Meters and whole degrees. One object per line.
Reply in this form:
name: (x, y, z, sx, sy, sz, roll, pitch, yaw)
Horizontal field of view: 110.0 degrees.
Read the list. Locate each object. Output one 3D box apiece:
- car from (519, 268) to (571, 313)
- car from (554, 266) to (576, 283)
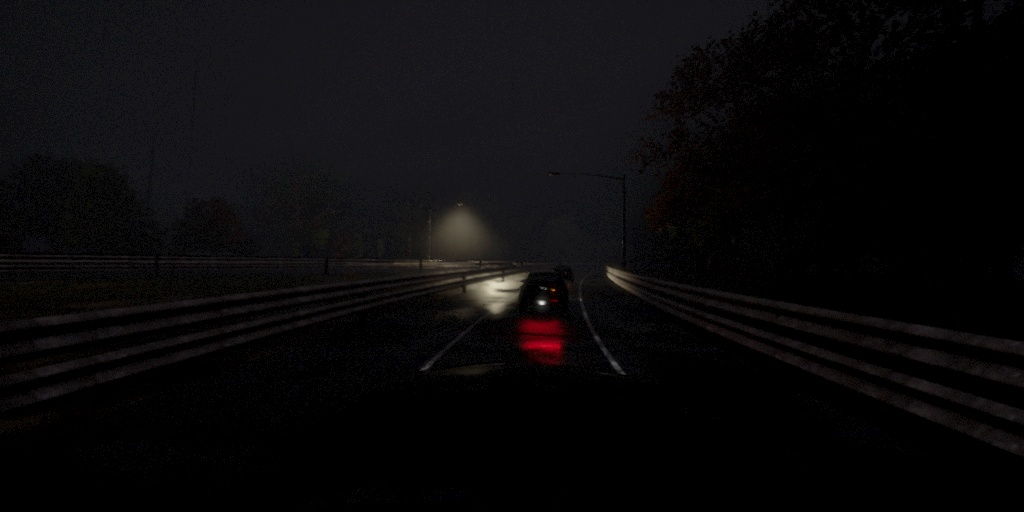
car: (1.388, 1.405, 14.891, 1.837, 1.490, 4.892, 0, -1, 8)
car: (4.549, 1.605, 32.058, 1.837, 1.490, 4.892, 0, -1, 12)
